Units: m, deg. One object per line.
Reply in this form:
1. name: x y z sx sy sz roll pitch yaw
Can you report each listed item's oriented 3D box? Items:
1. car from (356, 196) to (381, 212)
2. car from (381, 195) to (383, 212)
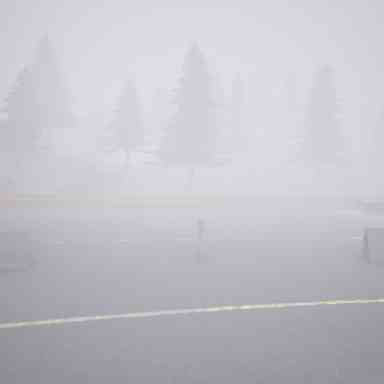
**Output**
1. car: 16.505 0.909 27.410 5.357 1.411 2.033 0 2 -6
2. car: 16.757 0.953 23.916 5.008 1.535 1.882 0 2 -6
